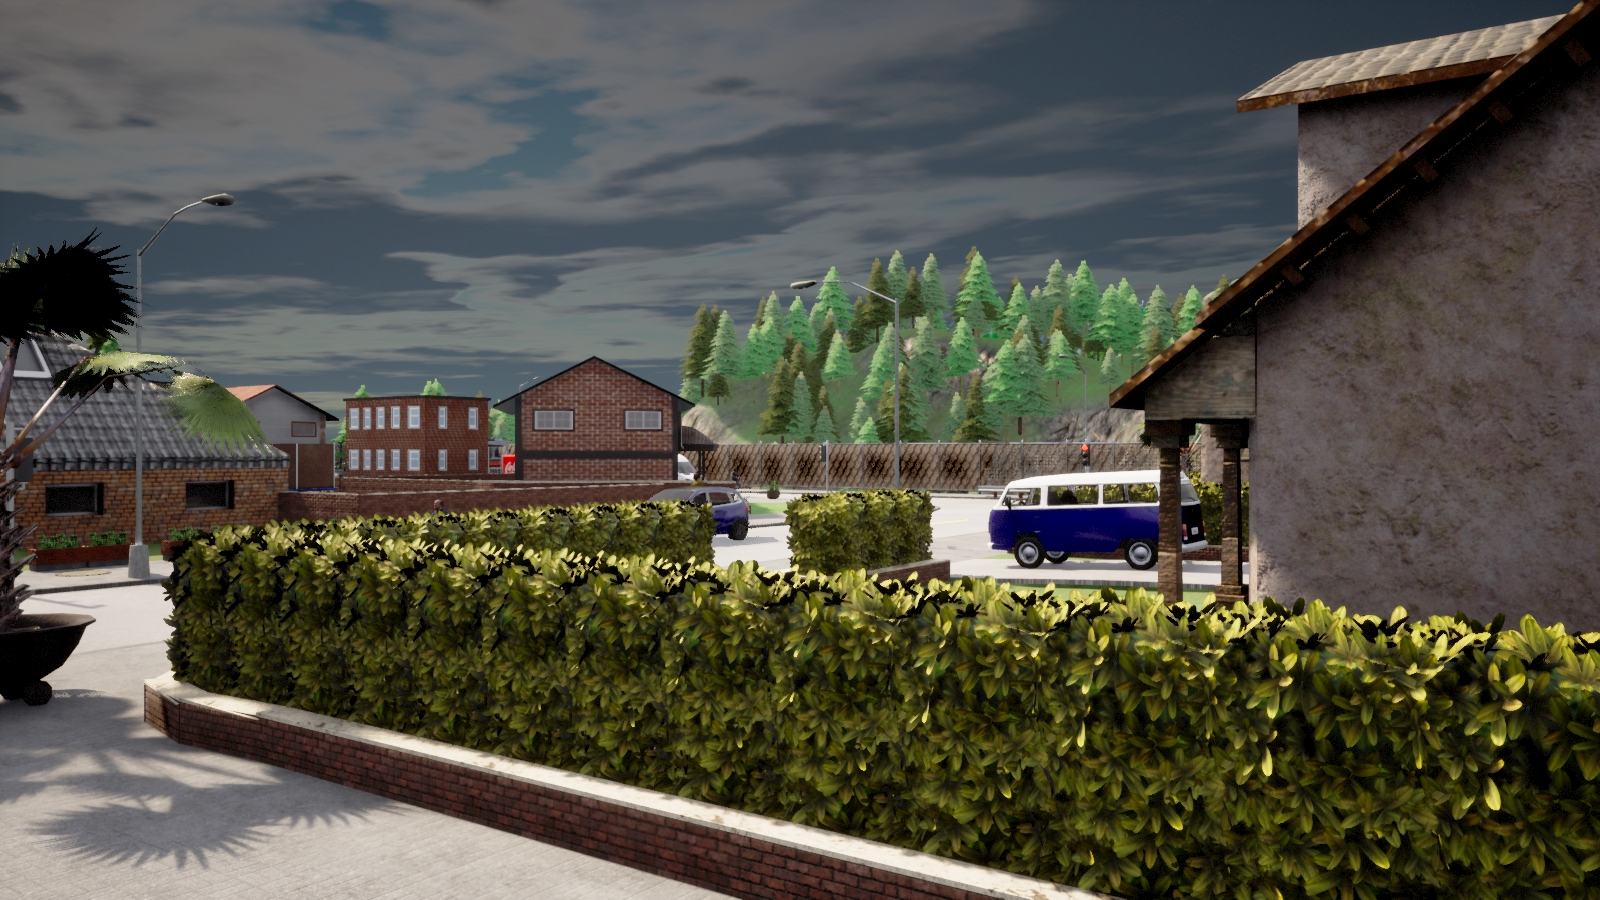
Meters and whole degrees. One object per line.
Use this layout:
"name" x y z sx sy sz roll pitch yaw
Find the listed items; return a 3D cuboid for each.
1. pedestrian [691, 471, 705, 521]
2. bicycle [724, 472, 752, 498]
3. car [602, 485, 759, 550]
"pedestrian" -3.854 1.732 43.082 0.375 1.860 0.375 0 0 38
"bicycle" -3.643 2.044 67.431 1.835 1.471 0.329 0 0 35
"car" -3.527 1.958 34.486 2.242 1.667 4.611 0 0 35
